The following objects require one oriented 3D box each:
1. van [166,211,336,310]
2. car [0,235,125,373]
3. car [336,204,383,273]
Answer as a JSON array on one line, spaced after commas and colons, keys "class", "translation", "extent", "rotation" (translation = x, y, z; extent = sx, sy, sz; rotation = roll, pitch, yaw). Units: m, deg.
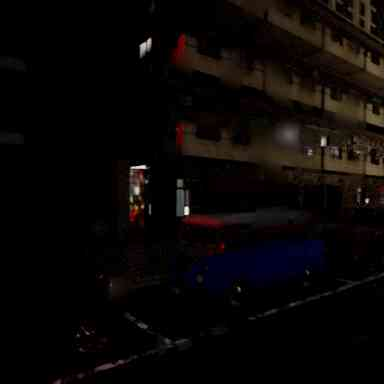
[{"class": "van", "translation": [1.359, 1.369, 7.659], "extent": [3.998, 1.788, 1.690], "rotation": [0, 1, -37]}, {"class": "car", "translation": [-3.063, 1.467, 4.311], "extent": [4.097, 1.590, 1.967], "rotation": [0, 1, -37]}, {"class": "car", "translation": [5.780, 1.344, 11.007], "extent": [5.009, 1.841, 2.192], "rotation": [0, 1, -37]}]
